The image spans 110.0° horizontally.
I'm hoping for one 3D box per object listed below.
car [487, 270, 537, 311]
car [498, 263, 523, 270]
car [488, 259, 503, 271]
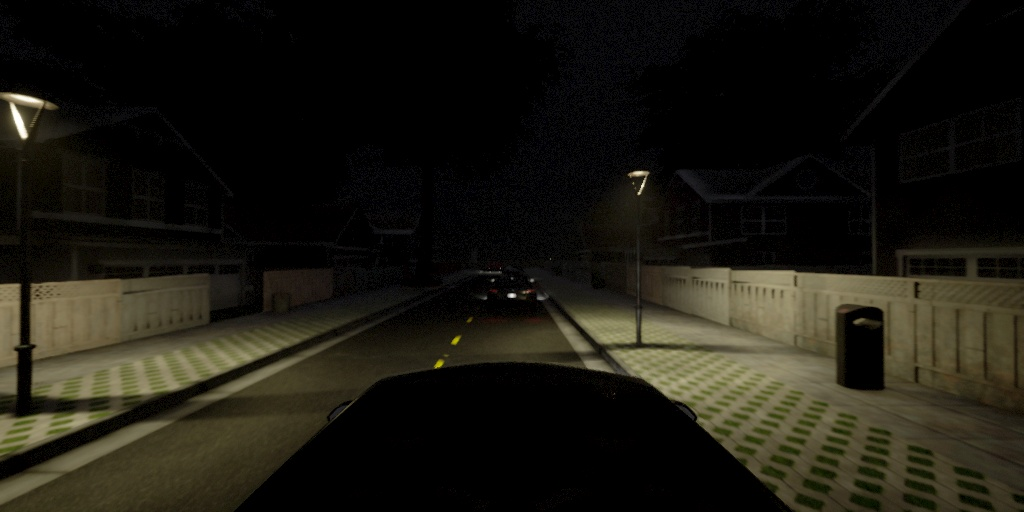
[{"bbox_3d":[0.018,1.452,15.243,1.994,1.385,4.181,0,0,1],"label":"car"},{"bbox_3d":[0.020,1.569,30.744,1.812,1.442,4.674,0,0,1],"label":"car"},{"bbox_3d":[-2.777,1.565,60.577,2.150,2.045,5.566,0,-1,0],"label":"car"}]
